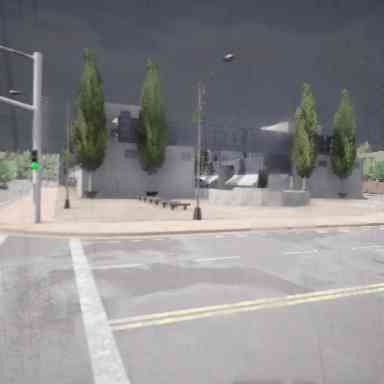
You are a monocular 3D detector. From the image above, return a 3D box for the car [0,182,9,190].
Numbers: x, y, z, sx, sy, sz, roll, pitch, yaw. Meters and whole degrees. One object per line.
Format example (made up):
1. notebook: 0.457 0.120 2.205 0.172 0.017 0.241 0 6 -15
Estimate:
1. car: -34.035 -1.075 59.563 2.033 1.411 5.357 0 2 -23
